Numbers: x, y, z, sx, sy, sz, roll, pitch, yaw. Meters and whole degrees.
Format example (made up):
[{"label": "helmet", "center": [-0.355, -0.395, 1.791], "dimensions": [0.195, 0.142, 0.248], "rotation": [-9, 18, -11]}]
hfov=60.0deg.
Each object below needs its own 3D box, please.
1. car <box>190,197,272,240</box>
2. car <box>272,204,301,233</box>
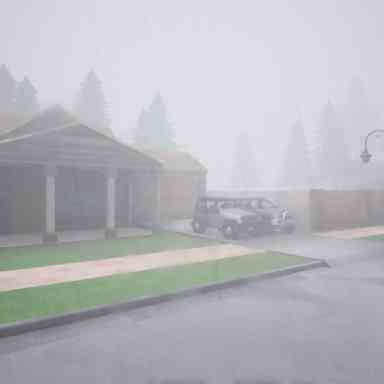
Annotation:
[{"label": "car", "center": [1.575, 1.173, 15.957], "dimensions": [1.905, 1.878, 3.866], "rotation": [0, 0, -36]}, {"label": "car", "center": [3.394, 1.170, 17.735], "dimensions": [1.932, 1.855, 4.605], "rotation": [0, 0, -36]}]
